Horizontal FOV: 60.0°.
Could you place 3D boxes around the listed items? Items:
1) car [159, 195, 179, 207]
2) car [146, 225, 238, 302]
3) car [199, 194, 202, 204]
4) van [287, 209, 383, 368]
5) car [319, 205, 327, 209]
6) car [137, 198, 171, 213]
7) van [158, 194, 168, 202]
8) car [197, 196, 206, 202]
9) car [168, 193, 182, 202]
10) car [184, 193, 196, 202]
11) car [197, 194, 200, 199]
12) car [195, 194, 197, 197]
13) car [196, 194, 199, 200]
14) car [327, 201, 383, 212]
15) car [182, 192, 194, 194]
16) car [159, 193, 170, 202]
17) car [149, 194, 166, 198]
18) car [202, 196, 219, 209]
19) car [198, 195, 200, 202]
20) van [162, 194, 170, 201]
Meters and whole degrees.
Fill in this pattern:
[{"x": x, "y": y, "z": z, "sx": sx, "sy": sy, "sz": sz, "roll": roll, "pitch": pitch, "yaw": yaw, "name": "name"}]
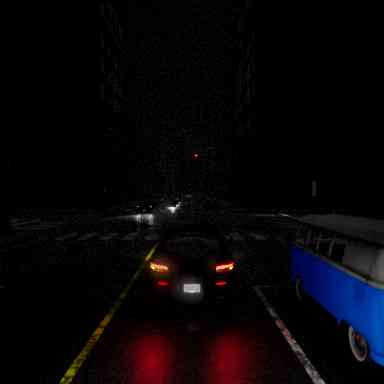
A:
[{"x": -3.360, "y": 1.554, "z": 49.384, "sx": 1.994, "sy": 1.385, "sz": 4.181, "roll": 0, "pitch": 0, "yaw": 0, "name": "car"}, {"x": 0.000, "y": 1.525, "z": 8.148, "sx": 1.812, "sy": 1.442, "sz": 4.674, "roll": 0, "pitch": 0, "yaw": 0, "name": "car"}, {"x": 2.575, "y": 1.429, "z": 50.185, "sx": 1.967, "sy": 1.590, "sz": 4.097, "roll": 0, "pitch": 0, "yaw": -1, "name": "car"}, {"x": 2.854, "y": 1.341, "z": 5.470, "sx": 1.690, "sy": 1.788, "sz": 3.998, "roll": 0, "pitch": 0, "yaw": 0, "name": "van"}, {"x": 14.420, "y": 1.584, "z": 32.105, "sx": 4.718, "sy": 1.301, "sz": 1.895, "roll": 0, "pitch": 0, "yaw": 2, "name": "car"}, {"x": -4.264, "y": 1.589, "z": 36.208, "sx": 1.895, "sy": 1.301, "sz": 4.718, "roll": 0, "pitch": 0, "yaw": 17, "name": "car"}, {"x": -6.251, "y": 1.313, "z": 72.170, "sx": 1.690, "sy": 1.788, "sz": 3.998, "roll": 0, "pitch": 0, "yaw": -1, "name": "van"}, {"x": 2.198, "y": 1.548, "z": 77.812, "sx": 1.802, "sy": 1.307, "sz": 4.206, "roll": 0, "pitch": 0, "yaw": -1, "name": "car"}, {"x": -3.505, "y": 1.333, "z": 61.969, "sx": 2.097, "sy": 1.767, "sz": 4.553, "roll": 0, "pitch": 0, "yaw": 0, "name": "car"}, {"x": -0.610, "y": 1.563, "z": 74.216, "sx": 1.895, "sy": 1.301, "sz": 4.718, "roll": 0, "pitch": 0, "yaw": -1, "name": "car"}, {"x": 2.425, "y": 1.547, "z": 61.236, "sx": 1.947, "sy": 1.339, "sz": 4.313, "roll": 0, "pitch": 0, "yaw": -1, "name": "car"}, {"x": 2.274, "y": 1.522, "z": 72.287, "sx": 2.008, "sy": 1.369, "sz": 4.403, "roll": 0, "pitch": 0, "yaw": -1, "name": "car"}, {"x": 2.349, "y": 1.522, "z": 66.762, "sx": 1.887, "sy": 1.381, "sz": 4.507, "roll": 0, "pitch": 0, "yaw": -1, "name": "car"}, {"x": 14.605, "y": 1.517, "z": 28.854, "sx": 4.674, "sy": 1.442, "sz": 1.812, "roll": 0, "pitch": 0, "yaw": -3, "name": "car"}, {"x": -0.746, "y": 1.078, "z": 84.216, "sx": 2.150, "sy": 2.045, "sz": 5.566, "roll": 0, "pitch": 0, "yaw": -1, "name": "car"}, {"x": -6.327, "y": 1.281, "z": 77.696, "sx": 2.192, "sy": 1.841, "sz": 5.009, "roll": 0, "pitch": 0, "yaw": -1, "name": "car"}, {"x": -6.025, "y": 1.301, "z": 55.594, "sx": 2.192, "sy": 1.841, "sz": 5.009, "roll": 0, "pitch": 0, "yaw": -1, "name": "car"}, {"x": 2.649, "y": 1.517, "z": 44.830, "sx": 1.752, "sy": 1.417, "sz": 4.829, "roll": 0, "pitch": 0, "yaw": -1, "name": "car"}, {"x": 2.500, "y": 1.536, "z": 55.710, "sx": 2.008, "sy": 1.369, "sz": 4.403, "roll": 0, "pitch": 0, "yaw": -1, "name": "car"}, {"x": -6.400, "y": 1.301, "z": 83.220, "sx": 1.690, "sy": 1.788, "sz": 3.998, "roll": 0, "pitch": 0, "yaw": -1, "name": "van"}]
